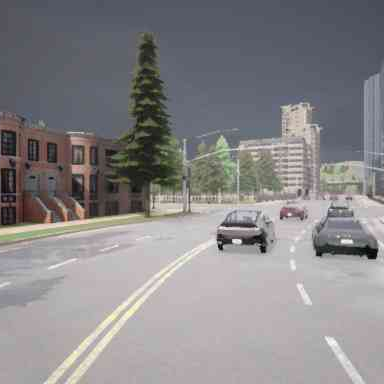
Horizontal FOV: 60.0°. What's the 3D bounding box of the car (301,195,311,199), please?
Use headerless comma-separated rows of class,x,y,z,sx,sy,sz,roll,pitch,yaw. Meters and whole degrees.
car,30.520,1.545,88.951,1.994,1.385,4.181,0,0,26

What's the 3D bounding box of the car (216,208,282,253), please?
car,2.342,1.493,13.779,2.128,1.511,4.902,0,0,19

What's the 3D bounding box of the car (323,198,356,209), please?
car,11.546,1.493,25.815,2.128,1.511,4.902,0,0,25

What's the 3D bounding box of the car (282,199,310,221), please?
car,8.375,1.531,27.297,1.812,1.442,4.674,0,0,25

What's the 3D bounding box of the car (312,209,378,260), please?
car,5.655,1.570,12.650,1.994,1.385,4.181,0,0,19

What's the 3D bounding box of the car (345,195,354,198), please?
car,38.015,1.470,80.280,1.895,1.301,4.718,0,0,26

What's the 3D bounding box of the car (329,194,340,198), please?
car,34.845,1.427,81.764,1.994,1.385,4.181,0,0,26

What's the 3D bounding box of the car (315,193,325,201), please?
car,33.666,1.218,87.416,2.150,2.045,5.566,0,0,26
